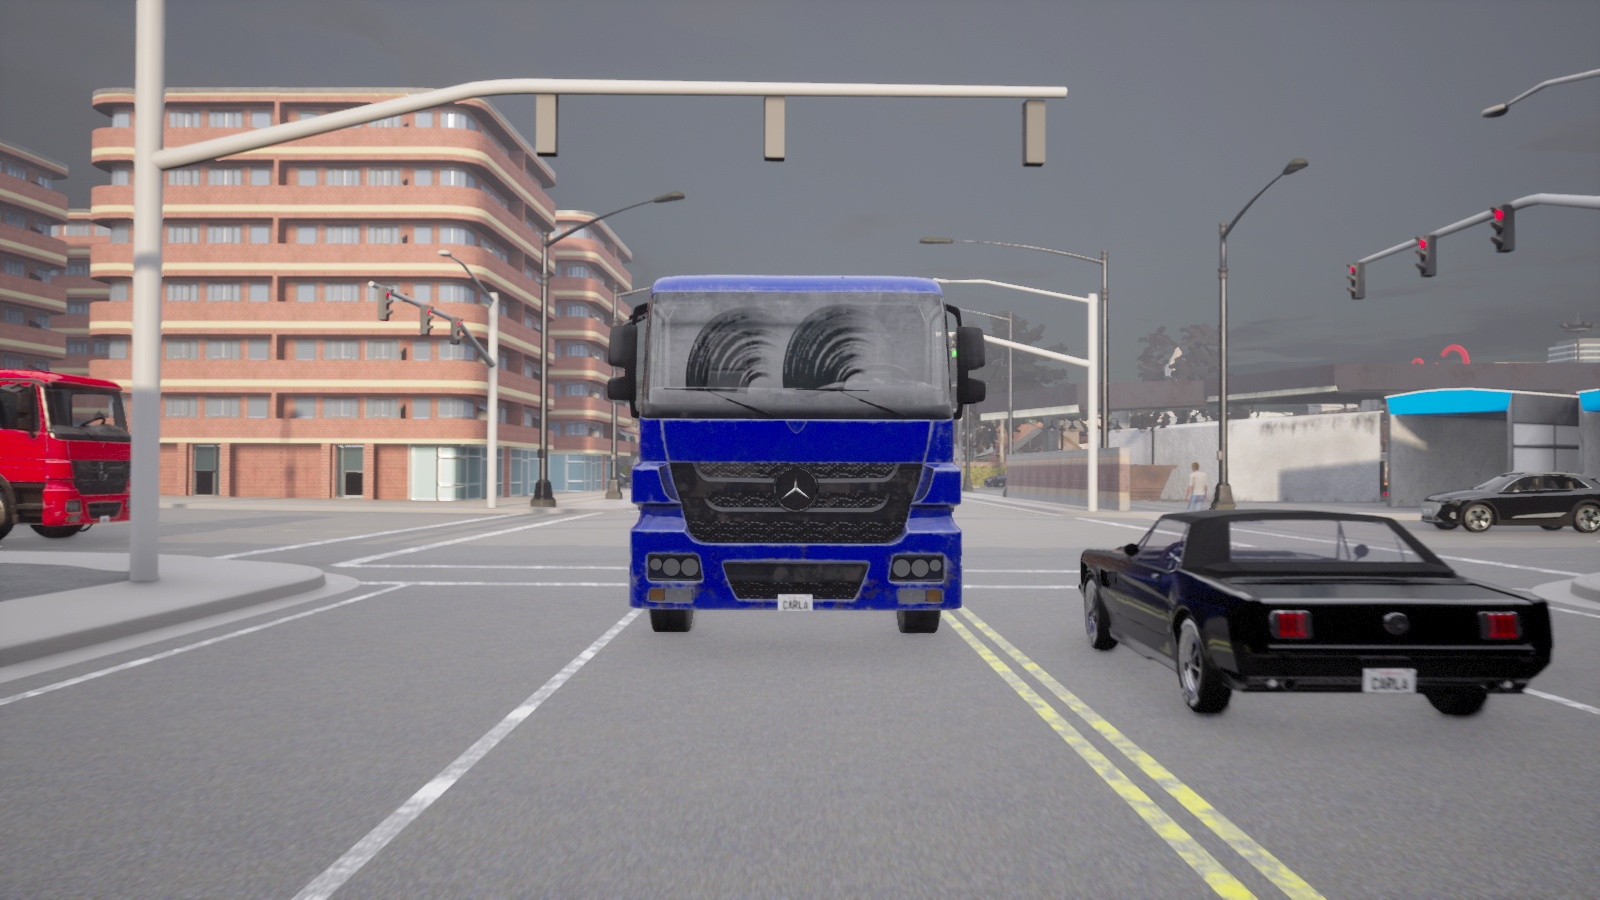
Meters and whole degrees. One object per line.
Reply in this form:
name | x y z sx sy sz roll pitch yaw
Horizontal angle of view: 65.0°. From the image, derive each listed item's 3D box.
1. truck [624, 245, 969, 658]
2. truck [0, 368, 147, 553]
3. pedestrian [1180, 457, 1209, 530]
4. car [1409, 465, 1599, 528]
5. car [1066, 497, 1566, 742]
truck | -0.040 0.076 14.525 2.891 3.462 7.936 0 -1 0
truck | -17.790 0.189 25.088 7.936 3.462 2.891 0 -1 0
pedestrian | 10.028 1.094 31.930 0.354 1.836 0.706 0 -1 -15
car | 19.540 1.240 34.259 4.856 1.649 2.033 0 -1 1
car | 3.459 1.062 9.569 1.895 1.301 4.718 0 -1 1
